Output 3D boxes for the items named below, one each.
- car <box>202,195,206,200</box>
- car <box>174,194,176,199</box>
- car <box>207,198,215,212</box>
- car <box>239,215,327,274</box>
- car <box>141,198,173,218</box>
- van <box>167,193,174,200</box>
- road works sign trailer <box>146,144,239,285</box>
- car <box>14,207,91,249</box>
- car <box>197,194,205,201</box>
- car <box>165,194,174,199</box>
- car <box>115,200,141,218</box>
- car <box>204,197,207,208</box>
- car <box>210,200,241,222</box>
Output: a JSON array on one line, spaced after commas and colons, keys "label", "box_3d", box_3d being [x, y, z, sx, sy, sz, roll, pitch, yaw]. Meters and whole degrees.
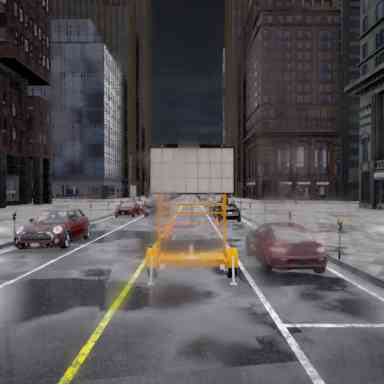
[{"label": "car", "box_3d": [2.697, 1.482, 46.853, 1.752, 1.417, 4.829, -1, 0, 0]}, {"label": "car", "box_3d": [-5.874, 1.166, 84.528, 2.192, 1.841, 5.009, -1, 0, 0]}, {"label": "car", "box_3d": [2.716, 1.547, 31.076, 1.947, 1.339, 4.313, -1, 0, 0]}, {"label": "car", "box_3d": [2.740, 1.578, 10.264, 1.802, 1.307, 4.206, -1, 0, 0]}, {"label": "car", "box_3d": [-3.036, 1.547, 29.503, 1.994, 1.385, 4.181, 0, 0, 0]}, {"label": "van", "box_3d": [-5.880, 1.170, 90.208, 1.690, 1.788, 3.998, -1, 0, 0]}, {"label": "road works sign trailer", "box_3d": [-0.001, 0.461, 9.446, 2.380, 3.560, 2.880, 0, 0, -1]}, {"label": "car", "box_3d": [-5.792, 1.434, 14.231, 1.967, 1.590, 4.097, -1, 0, 0]}, {"label": "car", "box_3d": [2.660, 1.396, 79.037, 1.752, 1.417, 4.829, -1, 0, 0]}, {"label": "car", "box_3d": [-5.864, 1.453, 78.848, 1.802, 1.307, 4.206, -1, 0, 0]}, {"label": "car", "box_3d": [-5.809, 1.527, 30.366, 1.887, 1.381, 4.507, -1, 0, 0]}, {"label": "car", "box_3d": [2.709, 1.526, 36.278, 2.008, 1.369, 4.403, -1, 0, 0]}, {"label": "car", "box_3d": [2.722, 1.553, 25.872, 1.947, 1.339, 4.313, -1, 0, 0]}]
